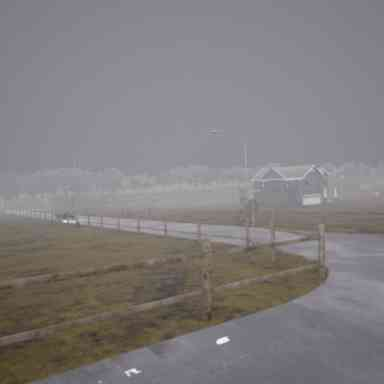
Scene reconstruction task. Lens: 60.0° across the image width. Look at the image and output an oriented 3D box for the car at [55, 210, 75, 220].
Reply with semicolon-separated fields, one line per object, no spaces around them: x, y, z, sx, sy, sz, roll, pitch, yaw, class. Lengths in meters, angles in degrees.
-19.015;3.425;49.824;1.895;1.301;4.718;-3;0;-36;car
